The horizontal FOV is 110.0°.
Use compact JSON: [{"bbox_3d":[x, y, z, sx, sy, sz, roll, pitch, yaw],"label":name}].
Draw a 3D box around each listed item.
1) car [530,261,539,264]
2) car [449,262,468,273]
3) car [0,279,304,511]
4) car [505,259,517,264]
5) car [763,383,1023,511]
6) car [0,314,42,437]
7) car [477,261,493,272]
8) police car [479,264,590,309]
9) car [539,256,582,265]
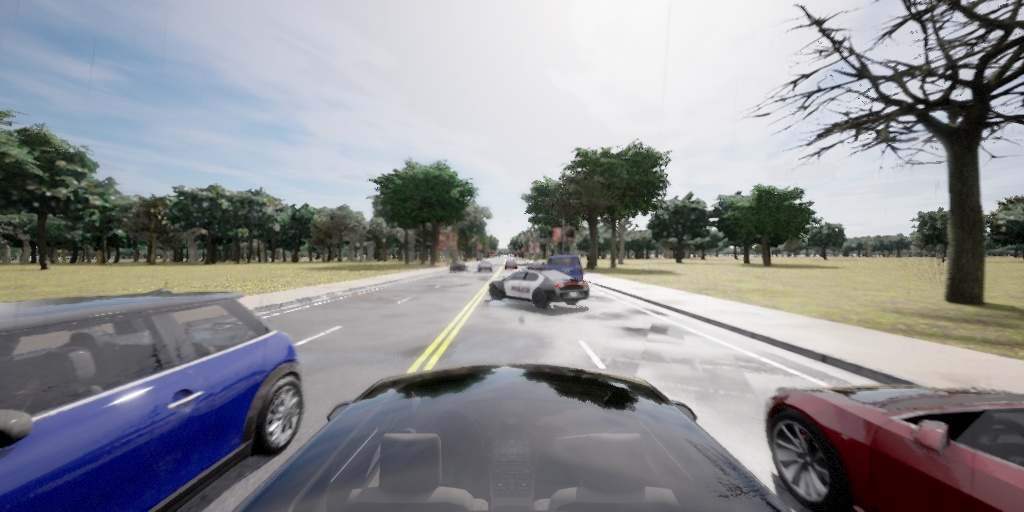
[{"bbox_3d":[3.188,1.294,34.302,2.163,1.488,4.792,0,0,0],"label":"car"},{"bbox_3d":[-6.693,1.405,45.332,1.895,1.301,4.718,0,0,0],"label":"car"},{"bbox_3d":[-3.351,1.102,2.054,2.097,1.767,4.553,0,0,0],"label":"car"},{"bbox_3d":[-0.139,1.382,56.527,1.994,1.385,4.181,0,0,0],"label":"car"},{"bbox_3d":[3.251,1.253,1.286,2.163,1.488,4.792,0,0,0],"label":"car"},{"bbox_3d":[-6.601,1.351,1.954,1.895,1.301,4.718,0,0,0],"label":"car"},{"bbox_3d":[-3.443,1.331,46.233,1.812,1.442,4.674,0,0,0],"label":"car"},{"bbox_3d":[0.871,1.269,15.379,2.038,1.542,4.974,0,0,-37],"label":"police car"},{"bbox_3d":[3.221,0.997,23.297,2.150,2.045,5.566,0,0,0],"label":"car"}]
